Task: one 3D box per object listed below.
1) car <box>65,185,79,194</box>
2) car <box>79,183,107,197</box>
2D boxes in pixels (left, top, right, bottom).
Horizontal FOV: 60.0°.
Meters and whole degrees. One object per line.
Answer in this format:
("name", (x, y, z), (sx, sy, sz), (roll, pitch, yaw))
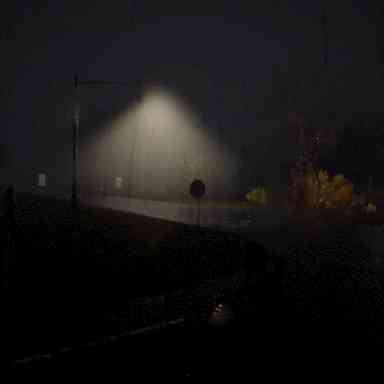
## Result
("car", (-20.497, -0.454, 57.784), (1.882, 1.535, 5.008), (1, 1, -36))
("car", (-14.449, -0.376, 49.322), (2.150, 2.045, 5.566), (1, 2, -36))
